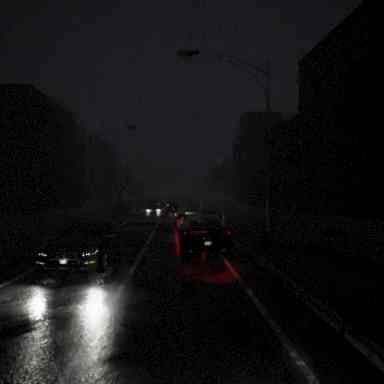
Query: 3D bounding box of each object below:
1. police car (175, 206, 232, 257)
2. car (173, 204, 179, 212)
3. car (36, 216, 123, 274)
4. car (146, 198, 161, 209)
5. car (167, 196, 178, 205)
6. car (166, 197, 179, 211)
[{"bbox_3d":[0.386,1.581,13.847,1.930,1.638,5.238,0,-1,-4],"label":"police car"},{"bbox_3d":[-0.261,1.866,23.931,1.801,1.575,5.366,0,-1,-4],"label":"car"},{"bbox_3d":[-3.488,1.623,11.110,1.837,1.490,4.892,0,-1,-3],"label":"car"},{"bbox_3d":[-6.141,1.754,53.428,2.097,1.767,4.553,0,1,-3],"label":"car"},{"bbox_3d":[-3.759,1.615,64.070,1.994,1.385,4.181,0,2,-4],"label":"car"},{"bbox_3d":[-2.811,1.988,49.482,1.837,1.490,4.892,0,1,-4],"label":"car"}]
